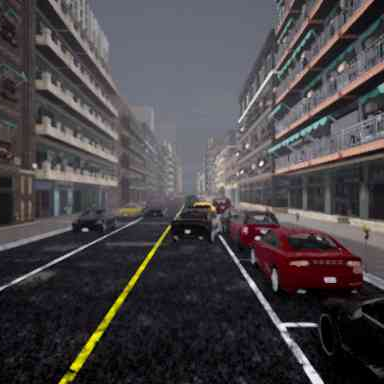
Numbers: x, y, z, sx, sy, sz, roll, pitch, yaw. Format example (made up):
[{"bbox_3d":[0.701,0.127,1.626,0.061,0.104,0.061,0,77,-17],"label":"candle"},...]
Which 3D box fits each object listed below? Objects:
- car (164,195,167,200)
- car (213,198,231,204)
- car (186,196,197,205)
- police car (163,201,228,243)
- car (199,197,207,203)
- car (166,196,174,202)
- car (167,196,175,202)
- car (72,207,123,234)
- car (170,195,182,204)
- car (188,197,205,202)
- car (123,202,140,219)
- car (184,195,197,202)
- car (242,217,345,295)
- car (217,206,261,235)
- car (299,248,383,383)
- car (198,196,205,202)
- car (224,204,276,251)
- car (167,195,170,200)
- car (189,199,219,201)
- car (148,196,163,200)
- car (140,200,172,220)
[{"bbox_3d":[-5.735,1.545,53.786,2.192,1.841,5.009,0,0,0],"label":"car"},{"bbox_3d":[2.665,1.452,31.244,2.192,1.841,5.009,0,0,0],"label":"car"},{"bbox_3d":[-0.060,1.624,67.814,2.097,1.767,4.553,0,0,0],"label":"car"},{"bbox_3d":[0.373,1.497,16.803,1.930,1.638,5.238,-1,0,13],"label":"police car"},{"bbox_3d":[2.619,1.869,82.140,1.752,1.417,4.829,0,0,0],"label":"car"},{"bbox_3d":[-5.766,1.806,87.603,1.967,1.590,4.097,0,0,0],"label":"car"},{"bbox_3d":[-5.771,1.932,93.240,1.887,1.381,4.507,0,0,0],"label":"car"},{"bbox_3d":[-5.707,1.655,19.966,1.947,1.339,4.313,0,0,0],"label":"car"},{"bbox_3d":[-3.063,1.757,70.488,1.882,1.535,5.008,0,0,0],"label":"car"},{"bbox_3d":[0.800,1.599,32.648,1.801,1.575,5.366,0,0,-1],"label":"car"},{"bbox_3d":[-5.717,1.662,31.069,1.752,1.417,4.829,0,0,0],"label":"car"},{"bbox_3d":[-0.047,1.448,52.874,2.150,2.045,5.566,0,0,0],"label":"car"},{"bbox_3d":[2.684,1.585,8.698,1.887,1.381,4.507,0,0,0],"label":"car"},{"bbox_3d":[2.674,1.640,19.970,2.008,1.369,4.403,0,0,0],"label":"car"},{"bbox_3d":[2.688,1.580,3.061,1.947,1.339,4.313,0,0,0],"label":"car"},{"bbox_3d":[2.609,1.932,93.243,1.887,1.381,4.507,0,0,0],"label":"car"},{"bbox_3d":[2.679,1.505,14.335,1.967,1.590,4.097,0,0,0],"label":"car"},{"bbox_3d":[-5.760,1.658,81.968,2.192,1.841,5.009,0,0,0],"label":"car"},{"bbox_3d":[0.876,1.595,26.466,1.882,1.535,5.008,0,0,0],"label":"car"},{"bbox_3d":[-5.732,1.647,48.150,1.967,1.590,4.097,0,0,0],"label":"car"},{"bbox_3d":[-3.124,1.695,29.847,1.994,1.385,4.181,0,0,0],"label":"car"}]
